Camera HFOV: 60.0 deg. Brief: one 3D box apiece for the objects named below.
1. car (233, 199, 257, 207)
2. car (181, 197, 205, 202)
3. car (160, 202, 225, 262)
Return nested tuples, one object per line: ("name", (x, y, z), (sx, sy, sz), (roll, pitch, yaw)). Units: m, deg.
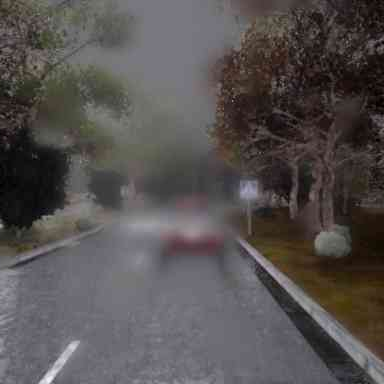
("car", (9.234, 1.931, 57.842), (2.033, 1.411, 5.357), (-1, -1, 42))
("car", (0.157, 1.374, 26.512), (2.150, 2.045, 5.566), (0, 0, 3))
("car", (0.041, 1.419, 12.560), (2.097, 1.767, 4.553), (0, 0, 0))
